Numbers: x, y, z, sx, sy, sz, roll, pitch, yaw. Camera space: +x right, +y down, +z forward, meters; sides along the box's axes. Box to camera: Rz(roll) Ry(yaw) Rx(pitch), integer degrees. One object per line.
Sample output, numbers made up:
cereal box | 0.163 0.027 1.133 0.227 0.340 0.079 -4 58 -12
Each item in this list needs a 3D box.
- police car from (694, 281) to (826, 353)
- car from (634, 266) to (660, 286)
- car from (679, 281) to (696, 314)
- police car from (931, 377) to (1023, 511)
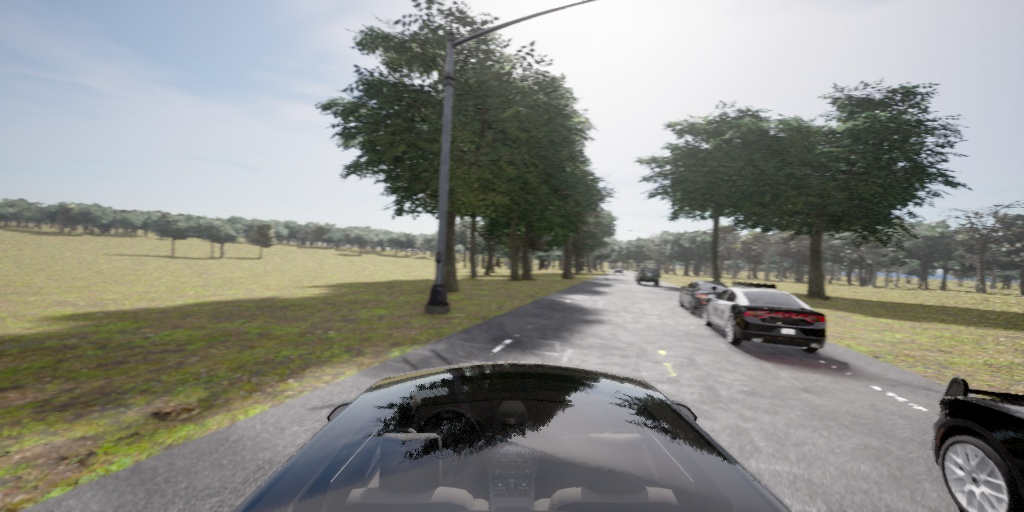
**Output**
police car | 7.195 1.611 10.810 1.930 1.638 5.238 3 -1 17
car | 15.102 2.197 39.934 2.150 2.045 5.566 3 -1 17
car | 8.921 1.854 16.439 1.812 1.442 4.674 3 -1 17
police car | 4.257 1.383 1.253 1.930 1.638 5.238 3 -1 17
